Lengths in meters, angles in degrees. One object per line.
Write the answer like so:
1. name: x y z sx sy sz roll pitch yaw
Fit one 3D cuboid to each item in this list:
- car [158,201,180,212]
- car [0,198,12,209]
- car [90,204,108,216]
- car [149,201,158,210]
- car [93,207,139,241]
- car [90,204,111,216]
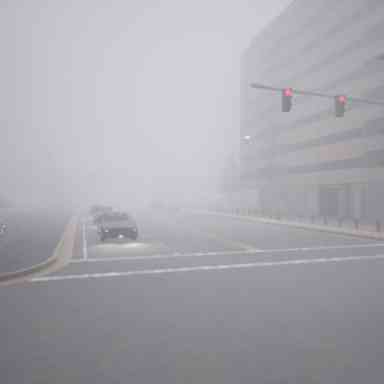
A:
1. car: -3.277 2.193 49.813 1.882 1.535 5.008 1 -1 -18
2. car: -30.196 1.742 52.970 1.932 1.855 4.605 1 -1 -18
3. car: -11.341 2.130 40.289 1.895 1.301 4.718 1 -1 -18
4. car: -6.445 2.307 59.312 1.882 1.535 5.008 1 -1 -18
5. car: -4.280 1.816 18.734 2.033 1.411 5.357 1 -1 -18
6. car: -7.547 1.936 28.687 2.033 1.411 5.357 1 -1 -18
